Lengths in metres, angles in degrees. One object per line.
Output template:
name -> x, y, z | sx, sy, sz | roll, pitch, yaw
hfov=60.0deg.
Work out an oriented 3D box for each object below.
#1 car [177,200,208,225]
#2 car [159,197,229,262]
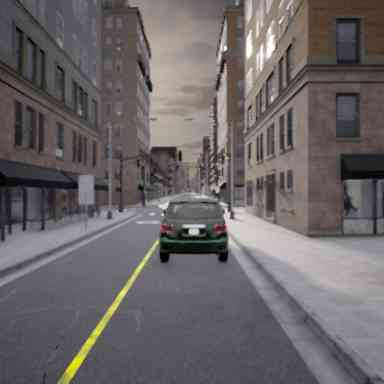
car -> 0.025, 1.447, 24.995 | 2.128, 1.511, 4.902 | 0, 0, 0
car -> 0.062, 1.203, 12.123 | 2.150, 2.045, 5.566 | 0, 0, 0
